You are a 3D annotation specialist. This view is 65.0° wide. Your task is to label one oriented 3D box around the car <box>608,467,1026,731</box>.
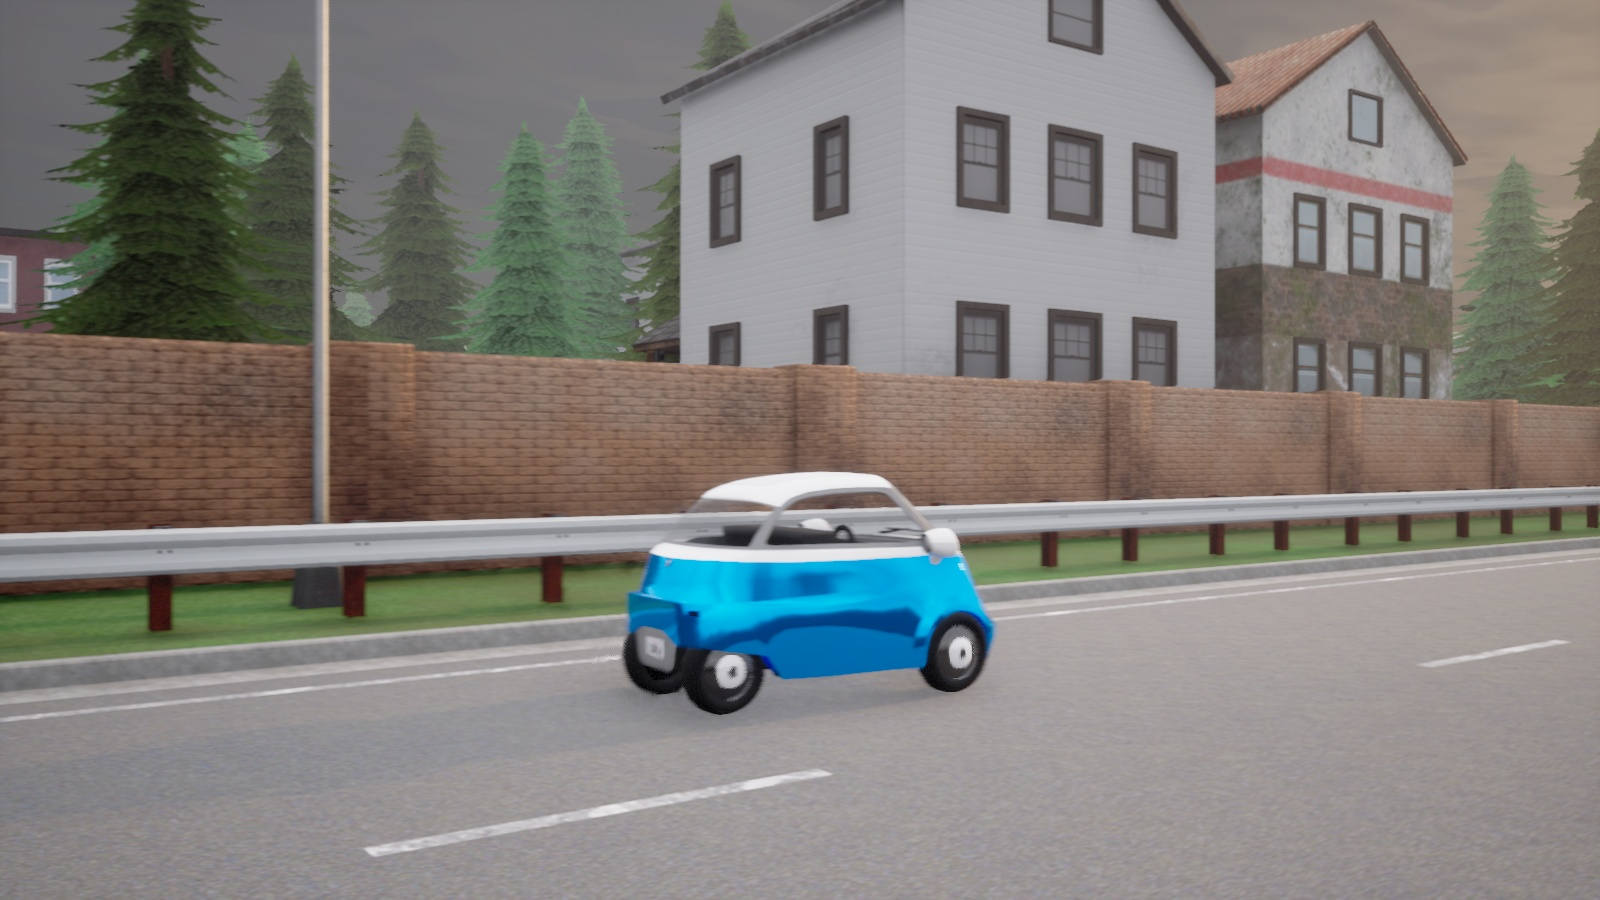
[{"bbox_3d":[0.112,0.819,8.001,2.207,1.376,1.481,0,0,-35],"label":"car"}]
